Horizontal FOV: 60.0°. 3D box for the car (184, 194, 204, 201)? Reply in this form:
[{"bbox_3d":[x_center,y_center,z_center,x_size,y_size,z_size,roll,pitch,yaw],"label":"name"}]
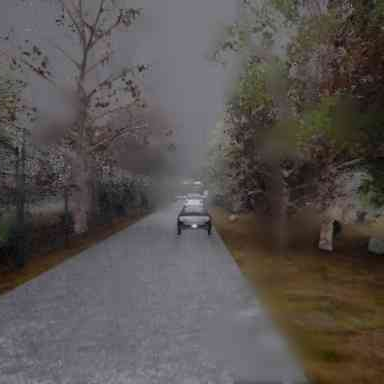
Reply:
[{"bbox_3d":[0.215,1.248,39.227,2.150,2.045,5.566,0,0,0],"label":"car"}]

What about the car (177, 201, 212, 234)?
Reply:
[{"bbox_3d":[0.131,1.503,19.302,2.128,1.511,4.902,0,0,0],"label":"car"}]
